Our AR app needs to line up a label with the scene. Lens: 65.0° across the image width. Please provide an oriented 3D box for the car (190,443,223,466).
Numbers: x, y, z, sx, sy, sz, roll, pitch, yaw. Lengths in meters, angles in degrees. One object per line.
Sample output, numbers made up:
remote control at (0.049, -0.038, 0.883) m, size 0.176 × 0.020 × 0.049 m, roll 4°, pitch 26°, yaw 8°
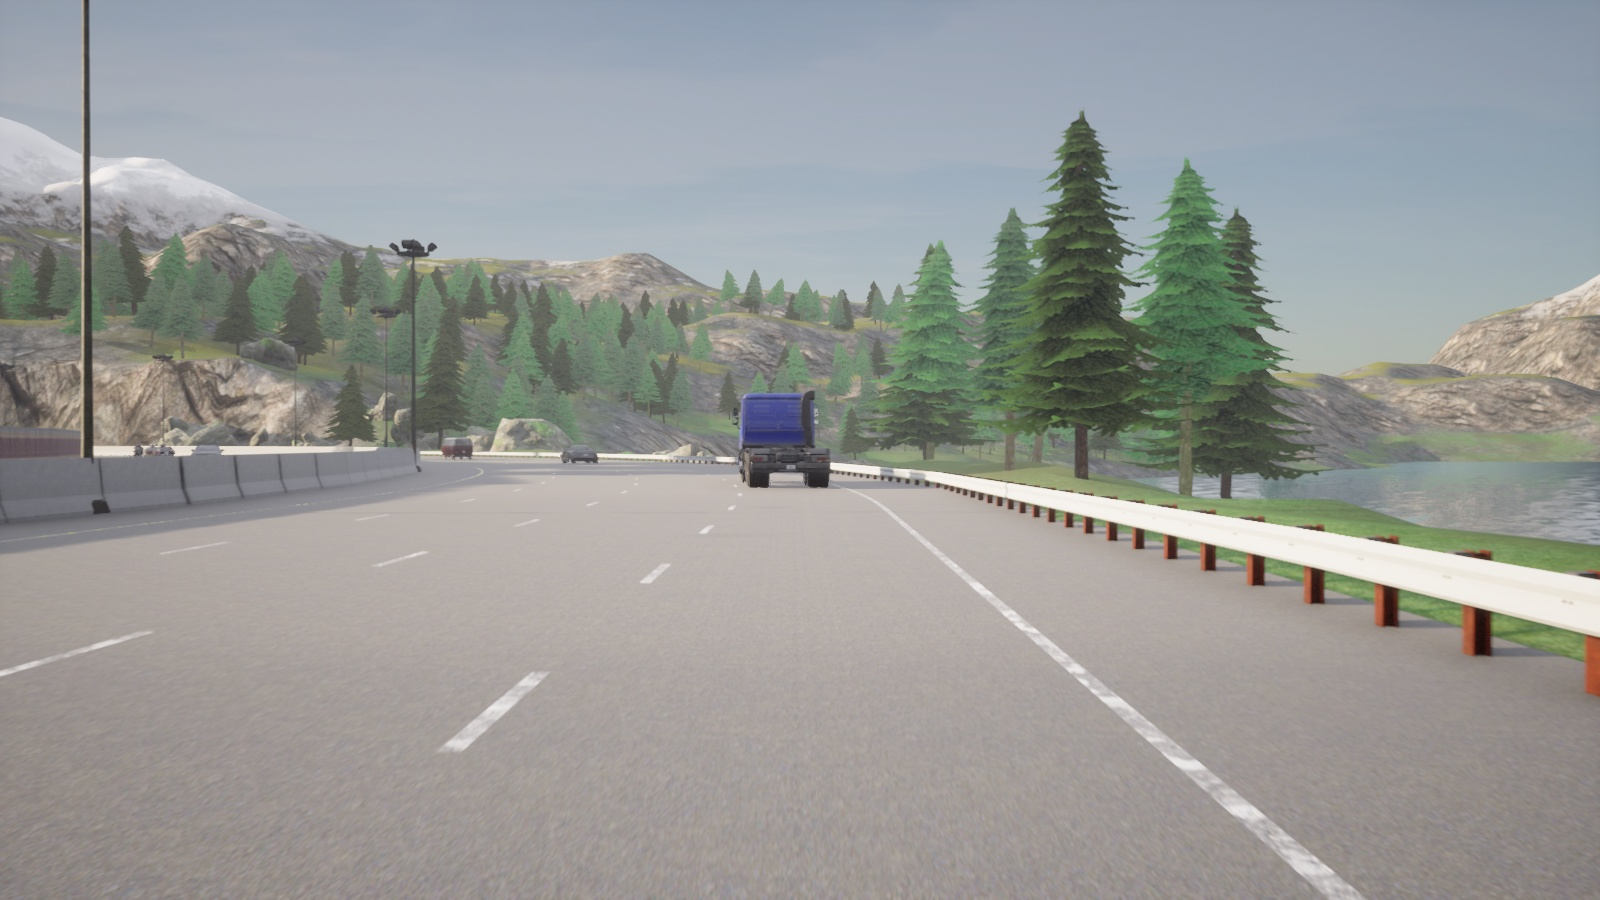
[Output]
car at (-38.800, 0.278, 82.168) m, size 1.812 × 1.442 × 4.674 m, roll 0°, pitch 0°, yaw -23°

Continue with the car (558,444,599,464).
car at (-16.166, 0.281, 91.527) m, size 1.994 × 1.385 × 4.181 m, roll 0°, pitch 0°, yaw -23°

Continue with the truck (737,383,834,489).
truck at (-0.663, -0.491, 45.187) m, size 2.891 × 3.462 × 7.936 m, roll 0°, pitch 0°, yaw -5°
